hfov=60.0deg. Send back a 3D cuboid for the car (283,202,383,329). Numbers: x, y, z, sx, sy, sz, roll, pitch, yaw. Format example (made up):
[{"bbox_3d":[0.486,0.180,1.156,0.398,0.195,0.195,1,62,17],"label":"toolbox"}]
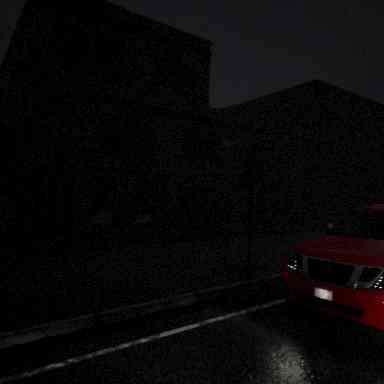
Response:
[{"bbox_3d":[4.281,1.239,6.742,5.566,2.045,2.150,0,0,-36],"label":"car"}]
